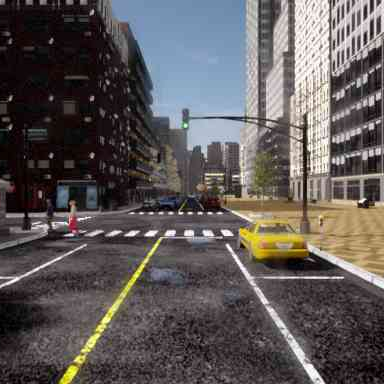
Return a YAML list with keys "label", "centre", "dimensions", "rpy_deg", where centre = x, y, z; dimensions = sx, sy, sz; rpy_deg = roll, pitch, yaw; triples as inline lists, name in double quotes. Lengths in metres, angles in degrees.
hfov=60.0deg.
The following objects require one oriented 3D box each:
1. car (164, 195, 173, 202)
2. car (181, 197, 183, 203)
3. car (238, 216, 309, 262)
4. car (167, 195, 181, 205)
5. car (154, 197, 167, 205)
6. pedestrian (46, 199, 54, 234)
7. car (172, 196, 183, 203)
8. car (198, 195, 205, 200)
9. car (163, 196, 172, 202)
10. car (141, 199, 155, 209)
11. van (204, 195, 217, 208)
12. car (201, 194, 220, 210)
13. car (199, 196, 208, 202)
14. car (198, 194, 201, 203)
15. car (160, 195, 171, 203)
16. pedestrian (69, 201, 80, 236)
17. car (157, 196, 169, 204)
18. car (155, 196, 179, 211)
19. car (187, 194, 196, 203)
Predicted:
- label: "car"
  centre: [-5.724, 1.517, 82.865]
  dimensions: [1.967, 1.590, 4.097]
  rpy_deg: [0, 0, 0]
- label: "car"
  centre: [-3.085, 1.545, 62.034]
  dimensions: [1.837, 1.490, 4.892]
  rpy_deg: [0, 0, 1]
- label: "car"
  centre: [2.682, 1.525, 11.939]
  dimensions: [1.752, 1.417, 4.829]
  rpy_deg: [0, 0, 0]
- label: "car"
  centre: [-3.105, 1.503, 51.794]
  dimensions: [1.882, 1.535, 5.008]
  rpy_deg: [0, 0, 0]
- label: "car"
  centre: [-5.715, 1.588, 60.758]
  dimensions: [2.008, 1.369, 4.403]
  rpy_deg: [0, 0, 0]
- label: "pedestrian"
  centre: [-7.531, 1.295, 17.737]
  dimensions: [0.375, 1.860, 0.375]
  rpy_deg: [0, 0, 0]
- label: "car"
  centre: [-3.027, 1.580, 72.176]
  dimensions: [2.128, 1.511, 4.902]
  rpy_deg: [0, 0, 0]
- label: "car"
  centre: [2.653, 1.625, 94.091]
  dimensions: [1.752, 1.417, 4.829]
  rpy_deg: [0, 0, 0]
- label: "car"
  centre: [-5.721, 1.648, 77.338]
  dimensions: [1.802, 1.307, 4.206]
  rpy_deg: [0, 0, 0]
- label: "car"
  centre: [-5.709, 1.567, 44.178]
  dimensions: [2.008, 1.369, 4.403]
  rpy_deg: [0, 0, 0]
- label: "van"
  centre: [2.668, 1.364, 49.708]
  dimensions: [1.690, 1.788, 3.998]
  rpy_deg: [0, 0, 0]
- label: "car"
  centre: [2.670, 1.332, 44.182]
  dimensions: [2.192, 1.841, 5.009]
  rpy_deg: [0, 0, 0]
- label: "car"
  centre: [2.659, 1.611, 77.341]
  dimensions: [1.887, 1.381, 4.507]
  rpy_deg: [0, 0, 0]
- label: "car"
  centre: [2.662, 1.362, 66.287]
  dimensions: [2.192, 1.841, 5.009]
  rpy_deg: [0, 0, 0]
- label: "car"
  centre: [-5.720, 1.497, 71.812]
  dimensions: [1.967, 1.590, 4.097]
  rpy_deg: [0, 0, 0]
- label: "pedestrian"
  centre: [-6.112, 1.294, 17.108]
  dimensions: [0.375, 1.860, 0.375]
  rpy_deg: [0, 0, 0]
- label: "car"
  centre: [-5.717, 1.591, 66.284]
  dimensions: [1.887, 1.381, 4.507]
  rpy_deg: [0, 0, 0]
- label: "car"
  centre: [-3.112, 1.562, 41.881]
  dimensions: [2.033, 1.411, 5.357]
  rpy_deg: [0, 0, 0]
- label: "car"
  centre: [-0.026, 1.612, 73.373]
  dimensions: [1.994, 1.385, 4.181]
  rpy_deg: [0, 0, 0]
